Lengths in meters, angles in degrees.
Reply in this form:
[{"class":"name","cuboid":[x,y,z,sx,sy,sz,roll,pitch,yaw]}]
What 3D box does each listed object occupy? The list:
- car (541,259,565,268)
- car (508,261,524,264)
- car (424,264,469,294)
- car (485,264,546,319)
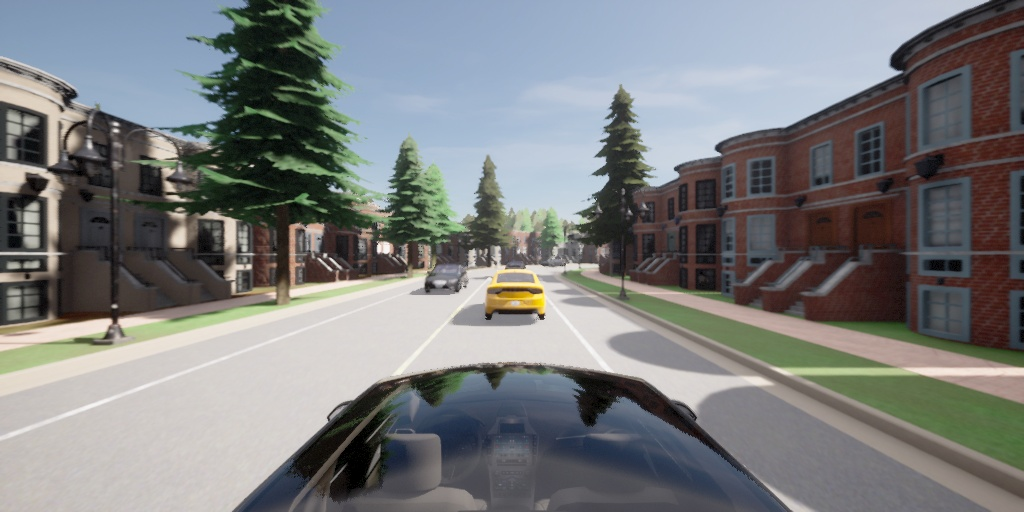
[{"class":"car","cuboid":[6.961,1.205,60.442,2.033,1.411,5.357,0,0,37]},{"class":"car","cuboid":[0.410,1.193,33.065,2.128,1.511,4.902,0,0,4]},{"class":"car","cuboid":[-3.570,1.213,20.106,2.128,1.511,4.902,0,0,0]},{"class":"car","cuboid":[0.100,1.210,12.816,1.882,1.535,5.008,0,0,0]}]
